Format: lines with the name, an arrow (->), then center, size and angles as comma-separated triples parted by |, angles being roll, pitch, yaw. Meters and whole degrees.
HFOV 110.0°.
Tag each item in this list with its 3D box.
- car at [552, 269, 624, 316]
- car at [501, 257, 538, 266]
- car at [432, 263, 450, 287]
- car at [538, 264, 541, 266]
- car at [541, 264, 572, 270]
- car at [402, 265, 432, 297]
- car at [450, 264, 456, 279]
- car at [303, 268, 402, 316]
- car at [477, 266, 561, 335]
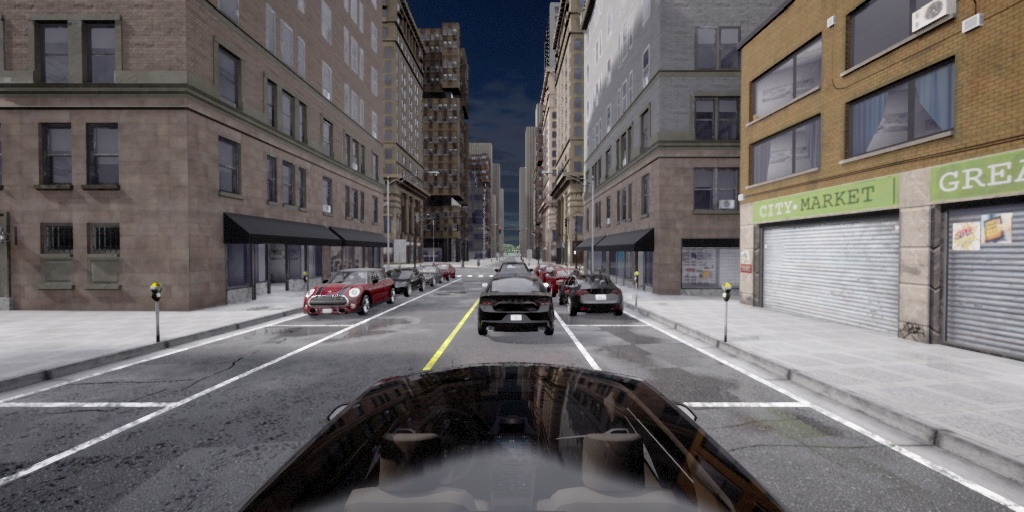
car -> 2.763, 1.312, 13.170 | 1.948, 1.339, 4.313 | 0, 0, 0
car -> 0.104, 1.098, 19.721 | 2.097, 1.767, 4.553 | 0, 0, 0
car -> -5.761, 1.296, 24.181 | 2.007, 1.370, 4.403 | 0, 0, 0
car -> 2.764, 1.290, 24.180 | 1.888, 1.381, 4.507 | 0, 0, 0
car -> 2.764, 1.291, 18.674 | 1.888, 1.381, 4.507 | 0, 0, 0
car -> -5.762, 1.311, 18.676 | 1.948, 1.339, 4.313 | 0, 0, 0
car -> -5.761, 1.290, 29.687 | 1.888, 1.381, 4.507 | 0, 0, 0
car -> -5.763, 1.186, 13.171 | 1.967, 1.591, 4.097 | 0, 0, 0
car -> 0.099, 1.225, 10.499 | 1.882, 1.535, 5.008 | 0, 0, 0
